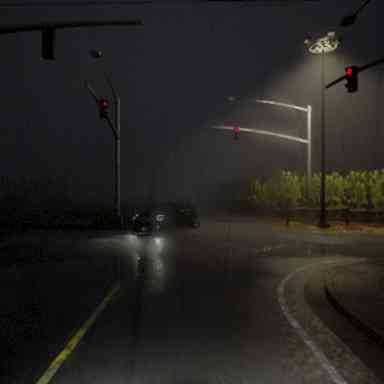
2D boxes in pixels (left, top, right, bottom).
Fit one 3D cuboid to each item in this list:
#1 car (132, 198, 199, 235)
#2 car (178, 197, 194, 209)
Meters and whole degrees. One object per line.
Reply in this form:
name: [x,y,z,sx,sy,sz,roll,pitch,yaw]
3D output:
car: [-1.408,1.330,19.025,2.097,1.767,4.553,-1,-1,29]
car: [-0.909,1.459,44.098,1.994,1.385,4.181,0,0,-3]
